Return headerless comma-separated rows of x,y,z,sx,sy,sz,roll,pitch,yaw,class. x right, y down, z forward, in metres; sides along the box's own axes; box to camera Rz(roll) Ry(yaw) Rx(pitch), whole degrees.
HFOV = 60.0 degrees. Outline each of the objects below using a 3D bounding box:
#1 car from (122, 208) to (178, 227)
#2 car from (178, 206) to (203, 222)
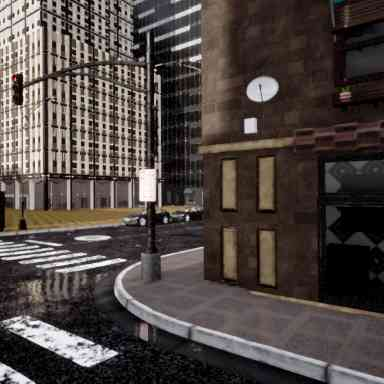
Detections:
-3.468,1.893,25.899,2.008,1.369,4.403,-2,-2,35,car
-0.262,1.974,30.453,2.008,1.369,4.403,-2,-2,35,car
